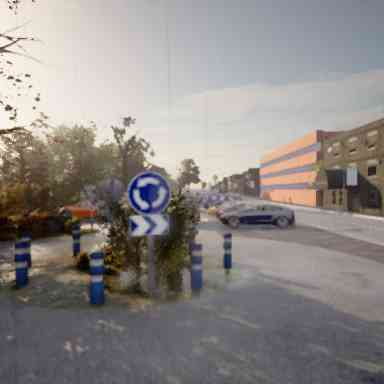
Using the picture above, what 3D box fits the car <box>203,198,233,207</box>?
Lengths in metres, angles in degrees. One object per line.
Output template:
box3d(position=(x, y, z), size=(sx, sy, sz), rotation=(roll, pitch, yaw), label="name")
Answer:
box3d(position=(4.073, 1.653, 52.555), size=(4.674, 1.452, 2.002), rotation=(0, 1, 0), label="car")

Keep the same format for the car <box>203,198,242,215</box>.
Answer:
box3d(position=(3.974, 1.530, 29.928), size=(5.366, 1.575, 1.946), rotation=(0, 0, 0), label="car")

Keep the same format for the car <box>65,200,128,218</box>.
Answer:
box3d(position=(-8.414, 1.519, 29.717), size=(5.008, 1.535, 2.097), rotation=(0, 0, 0), label="car")

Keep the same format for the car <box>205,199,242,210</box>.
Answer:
box3d(position=(4.101, 1.669, 44.056), size=(4.674, 1.452, 2.002), rotation=(0, 0, 0), label="car")

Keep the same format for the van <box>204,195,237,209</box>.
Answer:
box3d(position=(3.976, 1.417, 46.762), size=(4.442, 1.987, 1.878), rotation=(0, 0, 0), label="van")

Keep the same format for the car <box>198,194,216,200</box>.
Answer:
box3d(position=(3.929, 1.254, 89.287), size=(4.674, 1.452, 2.002), rotation=(0, 1, 0), label="car")

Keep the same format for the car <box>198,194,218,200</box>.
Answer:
box3d(position=(3.978, 1.305, 83.636), size=(4.792, 1.488, 2.163), rotation=(0, 1, 0), label="car")

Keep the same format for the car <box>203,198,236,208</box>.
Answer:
box3d(position=(4.079, 1.679, 49.721), size=(4.674, 1.452, 2.002), rotation=(0, 1, 0), label="car")

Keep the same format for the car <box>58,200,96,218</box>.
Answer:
box3d(position=(-8.378, 1.376, 27.019), size=(4.553, 1.767, 2.185), rotation=(0, 0, 0), label="car")

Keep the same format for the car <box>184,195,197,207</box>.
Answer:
box3d(position=(-0.291, 1.447, 55.568), size=(2.097, 1.767, 4.553), rotation=(0, 1, 0), label="car")

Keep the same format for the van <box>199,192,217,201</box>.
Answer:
box3d(position=(3.843, 1.080, 80.807), size=(4.442, 1.987, 1.878), rotation=(0, 1, 0), label="van")

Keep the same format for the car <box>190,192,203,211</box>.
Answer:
box3d(position=(-0.554, 1.236, 24.685), size=(2.150, 2.045, 5.566), rotation=(0, 0, 4), label="car")

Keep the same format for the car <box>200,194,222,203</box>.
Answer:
box3d(position=(3.973, 1.303, 69.507), size=(4.553, 1.767, 2.185), rotation=(0, 1, 0), label="car")

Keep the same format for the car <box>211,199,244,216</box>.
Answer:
box3d(position=(4.167, 1.554, 27.102), size=(4.674, 1.452, 2.002), rotation=(0, 0, 0), label="car")

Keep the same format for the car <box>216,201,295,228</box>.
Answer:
box3d(position=(4.163, 1.505, 21.450), size=(4.792, 1.488, 2.163), rotation=(0, 0, 0), label="car")

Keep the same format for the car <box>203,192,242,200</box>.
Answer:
box3d(position=(4.154, 1.339, 38.407), size=(5.566, 2.045, 2.435), rotation=(0, 0, 0), label="car")

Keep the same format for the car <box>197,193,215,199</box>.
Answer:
box3d(position=(3.910, 1.150, 94.937), size=(5.008, 1.535, 2.097), rotation=(0, 1, 0), label="car")

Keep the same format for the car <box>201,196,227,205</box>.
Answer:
box3d(position=(4.034, 1.561, 61.032), size=(4.674, 1.452, 2.002), rotation=(0, 1, 0), label="car")
